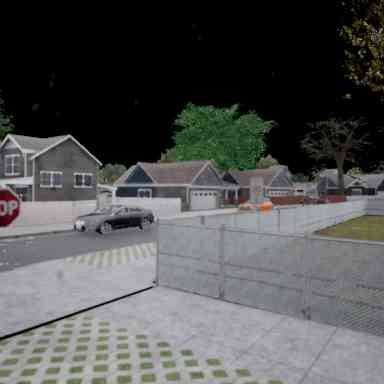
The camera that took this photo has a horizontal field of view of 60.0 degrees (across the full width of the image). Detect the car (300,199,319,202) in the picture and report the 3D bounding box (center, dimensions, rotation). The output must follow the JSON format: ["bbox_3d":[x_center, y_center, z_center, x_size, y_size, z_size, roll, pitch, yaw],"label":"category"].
[{"bbox_3d":[16.680,1.162,45.116,5.357,1.411,2.033,0,0,-44],"label":"car"}]

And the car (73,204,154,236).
[{"bbox_3d":[-4.220,1.468,18.565,2.128,1.511,4.902,0,0,36],"label":"car"}]

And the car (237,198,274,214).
[{"bbox_3d":[6.356,1.323,33.103,2.097,1.767,4.553,0,0,38],"label":"car"}]
